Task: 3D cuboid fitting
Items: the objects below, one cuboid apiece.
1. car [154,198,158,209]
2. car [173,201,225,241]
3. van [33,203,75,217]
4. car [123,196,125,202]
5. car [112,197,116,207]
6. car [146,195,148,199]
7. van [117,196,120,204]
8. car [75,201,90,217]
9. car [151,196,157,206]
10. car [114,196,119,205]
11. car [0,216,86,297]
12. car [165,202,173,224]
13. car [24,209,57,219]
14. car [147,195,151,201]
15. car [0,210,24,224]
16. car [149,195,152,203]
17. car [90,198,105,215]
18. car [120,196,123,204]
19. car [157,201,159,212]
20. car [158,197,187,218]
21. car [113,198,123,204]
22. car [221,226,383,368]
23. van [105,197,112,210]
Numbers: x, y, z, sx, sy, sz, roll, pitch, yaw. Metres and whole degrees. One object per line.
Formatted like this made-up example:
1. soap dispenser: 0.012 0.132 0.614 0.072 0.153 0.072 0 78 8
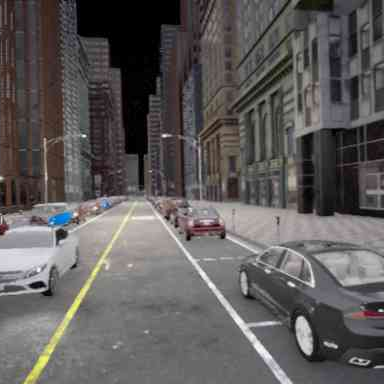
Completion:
1. car: -3.037 1.686 39.165 1.947 1.339 4.313 -2 0 -9
2. car: 0.365 1.446 16.878 1.967 1.590 4.097 -2 0 -9
3. van: -8.912 1.603 21.152 1.690 1.788 3.998 -2 0 -9
4. car: -17.427 1.873 76.871 2.192 1.841 5.009 -2 0 -9
5. car: -13.989 1.959 54.416 1.752 1.417 4.829 -2 0 -9
6. car: -10.698 1.975 89.309 1.802 1.307 4.206 -2 0 -9
7. van: -15.723 1.837 65.727 1.690 1.788 3.998 -2 0 -9
8. car: -9.761 1.731 26.724 1.967 1.590 4.097 -2 0 -9
9. car: -4.743 1.618 50.307 1.967 1.590 4.097 -2 0 -9
10. car: -14.865 2.016 60.155 2.008 1.369 4.403 -2 0 -9
11. car: -4.239 1.649 8.908 1.812 1.442 4.674 -2 0 -9
12. car: -0.483 1.601 22.450 1.947 1.339 4.313 -2 0 -9
13. car: -8.055 1.778 15.580 1.887 1.381 4.507 -2 0 -9
14. car: -8.995 1.913 78.165 1.802 1.307 4.206 -2 0 -9
15. car: -7.210 1.520 10.008 2.192 1.841 5.009 -2 0 -9
16. car: -6.442 1.803 61.450 1.947 1.339 4.313 -2 0 -9
17. car: -11.463 1.788 37.868 1.967 1.590 4.097 -2 0 -9
18. car: -16.572 1.967 71.299 1.967 1.590 4.097 -2 0 -9
19. car: -2.186 1.637 33.593 1.887 1.381 4.507 -2 0 -9
20. car: -1.342 1.378 28.022 2.192 1.841 5.009 -2 0 -9
21. car: -18.270 2.155 82.443 1.947 1.339 4.313 -2 0 -9
22. car: 2.071 1.500 5.735 2.008 1.369 4.403 -2 0 -9
23. van: -13.169 1.746 49.012 1.690 1.788 3.998 -2 0 -9
